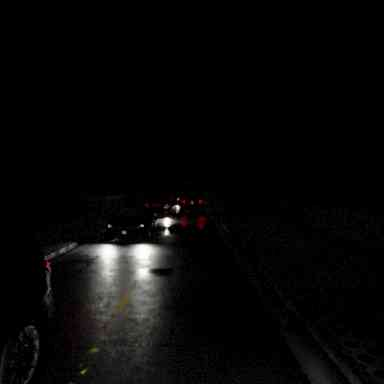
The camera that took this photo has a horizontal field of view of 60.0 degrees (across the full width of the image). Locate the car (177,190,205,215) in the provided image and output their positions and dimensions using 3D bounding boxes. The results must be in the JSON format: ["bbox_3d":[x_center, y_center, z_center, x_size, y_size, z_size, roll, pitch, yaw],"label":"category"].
[{"bbox_3d":[0.021,0.965,31.123,2.150,2.045,5.566,0,1,0],"label":"car"}]

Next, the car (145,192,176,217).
[{"bbox_3d":[-2.795,1.125,28.190,2.097,1.767,4.553,0,1,0],"label":"car"}]

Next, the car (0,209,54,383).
[{"bbox_3d":[-2.849,1.210,2.065,2.150,2.045,5.566,0,0,0],"label":"car"}]

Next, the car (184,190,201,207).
[{"bbox_3d":[0.056,0.808,44.637,2.150,2.045,5.566,0,0,1],"label":"car"}]

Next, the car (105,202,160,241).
[{"bbox_3d":[-2.832,1.408,16.219,1.812,1.442,4.674,0,0,0],"label":"car"}]
